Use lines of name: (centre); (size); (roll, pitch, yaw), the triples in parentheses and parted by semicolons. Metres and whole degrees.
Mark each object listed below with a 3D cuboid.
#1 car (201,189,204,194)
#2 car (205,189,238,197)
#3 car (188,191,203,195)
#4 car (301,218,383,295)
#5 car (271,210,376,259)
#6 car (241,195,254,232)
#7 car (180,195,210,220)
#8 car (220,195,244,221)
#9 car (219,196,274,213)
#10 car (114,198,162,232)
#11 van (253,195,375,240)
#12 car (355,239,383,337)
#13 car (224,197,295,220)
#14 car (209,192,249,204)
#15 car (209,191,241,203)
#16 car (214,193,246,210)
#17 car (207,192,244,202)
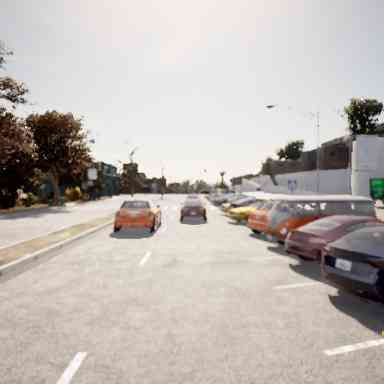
car: (4.896, 0.706, 60.784); (5.366, 1.575, 1.946); (1, 1, -20)
car: (5.098, 0.651, 42.969); (5.566, 2.045, 2.435); (1, 1, -20)
car: (0.095, 0.959, 41.168); (1.812, 1.442, 4.674); (0, 1, 0)
car: (5.096, 1.460, 7.177); (4.792, 1.488, 2.163); (1, 0, -20)
car: (5.064, 1.434, 10.149); (4.674, 1.452, 2.002); (0, 0, -20)
car: (5.042, 1.188, 16.107); (4.553, 1.767, 2.185); (0, 1, -20)
car: (0.102, 1.212, 24.365); (1.812, 1.442, 4.674); (0, 1, 0)
car: (4.895, 1.213, 22.017); (5.366, 1.575, 1.946); (0, 1, -20)
car: (5.065, 1.109, 31.032); (4.674, 1.452, 2.002); (0, 1, -20)
car: (-2.900, 1.132, 18.690); (2.097, 1.767, 4.553); (0, 1, 0)
van: (4.964, 1.131, 13.078); (4.442, 1.987, 1.878); (0, 1, -20)
car: (4.898, 1.451, 4.108); (5.366, 1.575, 1.946); (1, 1, -20)
car: (5.095, 1.196, 25.079); (4.792, 1.488, 2.163); (0, 1, -20)
car: (5.074, 0.867, 45.936); (5.008, 1.535, 2.097); (1, 1, -20)
car: (5.079, 0.942, 39.971); (4.892, 1.521, 2.231); (1, 1, -20)
car: (4.896, 1.111, 27.983); (5.366, 1.575, 1.946); (0, 1, -20)
car: (5.242, 0.800, 51.969); (5.366, 1.575, 1.946); (1, 0, -20)
